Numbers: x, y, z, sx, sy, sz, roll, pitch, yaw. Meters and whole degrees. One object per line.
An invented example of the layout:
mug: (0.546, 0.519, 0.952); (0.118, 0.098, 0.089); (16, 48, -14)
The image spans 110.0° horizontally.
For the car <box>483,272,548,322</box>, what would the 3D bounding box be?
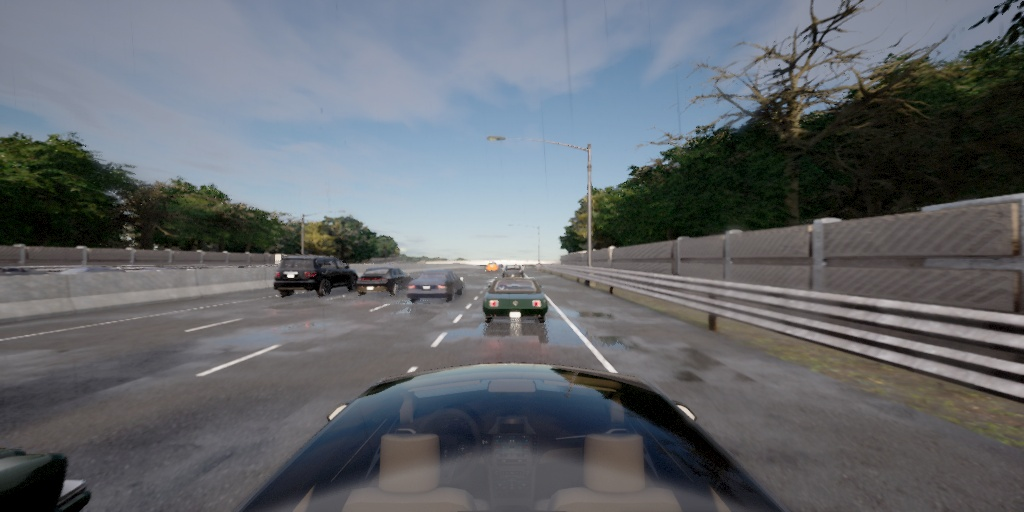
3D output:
car: (0.097, 1.388, 12.362); (1.895, 1.301, 4.718); (0, 0, 0)

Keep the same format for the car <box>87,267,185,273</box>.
car: (-21.106, 1.406, 21.452); (2.033, 1.411, 5.357); (0, -1, 0)

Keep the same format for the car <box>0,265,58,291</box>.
car: (-31.600, 1.353, 21.634); (2.128, 1.511, 4.902); (0, -1, 0)

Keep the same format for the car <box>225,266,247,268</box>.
car: (-28.097, 1.645, 35.991); (1.895, 1.301, 4.718); (0, -1, 0)

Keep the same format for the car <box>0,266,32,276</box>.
car: (-6.900, 0.972, 1.545); (2.150, 2.045, 5.566); (0, 0, 0)

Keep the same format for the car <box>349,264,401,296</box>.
car: (-6.904, 1.348, 19.875); (1.837, 1.490, 4.892); (0, 0, 0)

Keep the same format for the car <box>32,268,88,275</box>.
car: (-24.603, 1.376, 20.558); (1.812, 1.442, 4.674); (0, -1, 0)

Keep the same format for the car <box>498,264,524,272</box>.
car: (0.093, 1.478, 32.291); (2.128, 1.511, 4.902); (0, -1, 0)

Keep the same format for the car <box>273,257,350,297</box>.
car: (-10.404, 1.062, 19.538); (2.150, 2.045, 5.566); (0, 0, 0)

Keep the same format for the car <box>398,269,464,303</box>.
car: (-3.503, 1.367, 17.195); (2.033, 1.411, 5.357); (0, 0, 0)
